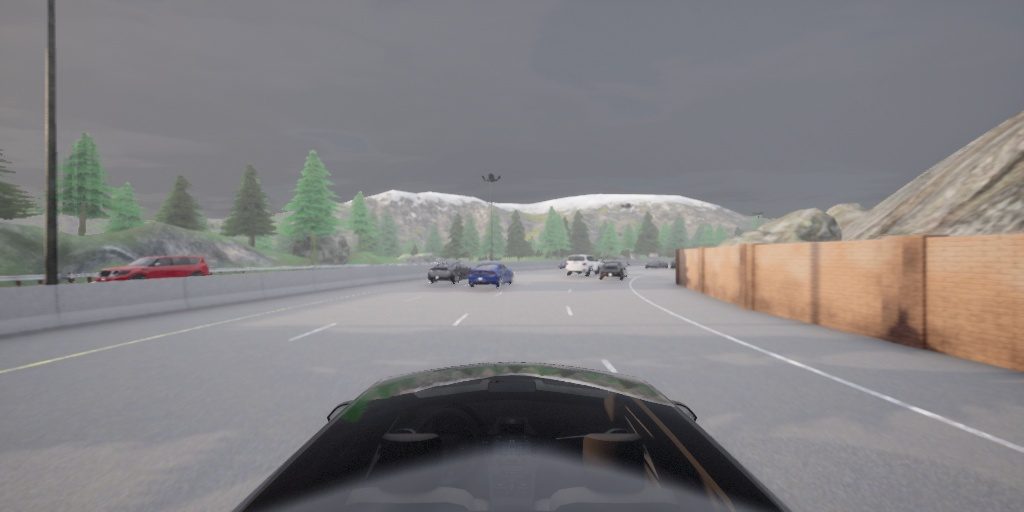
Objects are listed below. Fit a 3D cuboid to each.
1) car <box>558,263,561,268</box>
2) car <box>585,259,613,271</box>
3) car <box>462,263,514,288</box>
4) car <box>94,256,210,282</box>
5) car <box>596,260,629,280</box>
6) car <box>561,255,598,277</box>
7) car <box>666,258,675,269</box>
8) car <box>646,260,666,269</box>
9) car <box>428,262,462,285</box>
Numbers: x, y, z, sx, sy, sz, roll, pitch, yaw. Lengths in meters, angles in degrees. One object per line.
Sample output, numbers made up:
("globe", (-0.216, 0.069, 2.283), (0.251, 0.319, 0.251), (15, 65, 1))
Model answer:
("car", (8.541, 1.207, 50.305), (2.033, 1.411, 5.357), (0, 0, 40))
("car", (11.774, 1.190, 48.210), (1.812, 1.442, 4.674), (0, 0, 40))
("car", (-1.237, 1.188, 23.304), (1.882, 1.535, 5.008), (-1, 0, 14))
("car", (-22.936, 0.990, 23.285), (2.150, 2.045, 5.566), (0, 0, 11))
("car", (8.755, 1.203, 30.672), (1.837, 1.490, 4.892), (-1, 0, 23))
("car", (7.124, 0.908, 35.531), (2.150, 2.045, 5.566), (0, 0, 28))
("car", (24.935, 1.013, 51.931), (4.553, 1.767, 2.097), (-1, 0, -36))
("car", (21.880, 1.217, 53.863), (4.181, 1.385, 1.994), (0, 0, -41))
("car", (-4.186, 1.196, 25.697), (2.128, 1.511, 4.902), (0, 0, 16))
